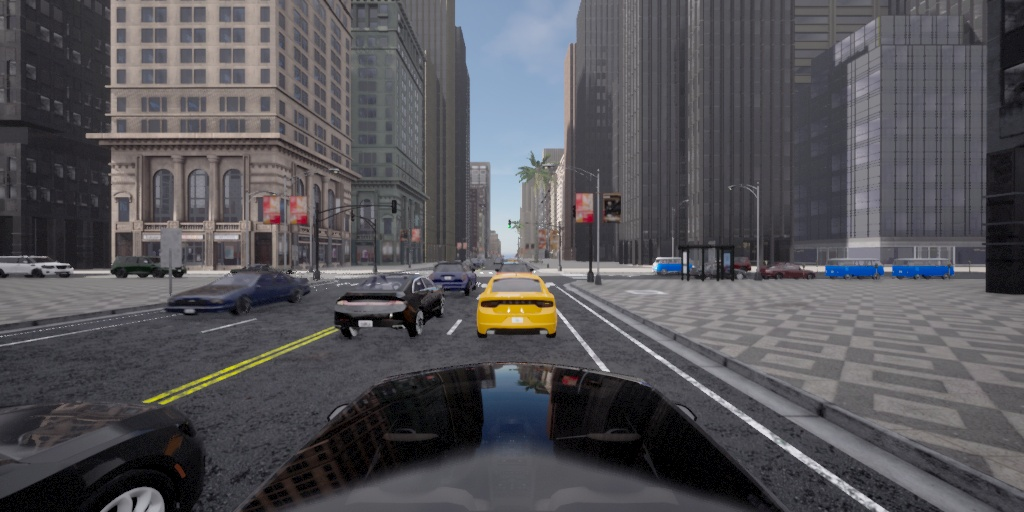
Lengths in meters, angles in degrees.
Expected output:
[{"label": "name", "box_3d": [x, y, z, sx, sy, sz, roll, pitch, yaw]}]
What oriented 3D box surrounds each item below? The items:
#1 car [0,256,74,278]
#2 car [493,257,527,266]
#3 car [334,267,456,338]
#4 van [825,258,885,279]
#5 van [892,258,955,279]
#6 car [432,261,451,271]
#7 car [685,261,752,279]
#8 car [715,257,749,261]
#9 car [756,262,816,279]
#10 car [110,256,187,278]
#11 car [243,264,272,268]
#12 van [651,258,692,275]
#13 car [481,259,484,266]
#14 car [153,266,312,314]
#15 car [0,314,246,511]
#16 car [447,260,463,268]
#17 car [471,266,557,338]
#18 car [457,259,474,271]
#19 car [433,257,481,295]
[{"label": "car", "box_3d": [-43.722, 1.013, 32.715, 5.566, 2.045, 2.150, 0, 0, 0]}, {"label": "car", "box_3d": [0.127, 1.098, 19.653, 2.097, 1.767, 4.553, 0, 0, 0]}, {"label": "car", "box_3d": [-3.139, 1.240, 10.140, 2.128, 1.511, 4.902, 0, 0, 0]}, {"label": "van", "box_3d": [28.468, 1.077, 29.801, 3.998, 1.789, 1.690, 0, 0, 0]}, {"label": "van", "box_3d": [34.145, 1.075, 29.795, 3.998, 1.789, 1.690, 0, 0, 0]}, {"label": "car", "box_3d": [-9.775, 1.343, 49.975, 1.895, 1.301, 4.718, 0, 0, -2]}, {"label": "car", "box_3d": [17.113, 1.294, 29.815, 4.403, 1.370, 2.007, 0, 0, 0]}, {"label": "car", "box_3d": [22.799, 1.028, 38.333, 5.009, 1.841, 2.192, 0, 0, 0]}, {"label": "car", "box_3d": [22.791, 1.321, 29.808, 4.207, 1.307, 1.802, 0, 0, 0]}, {"label": "car", "box_3d": [-33.015, 1.000, 32.641, 5.566, 2.045, 2.150, 0, 0, 0]}, {"label": "car", "box_3d": [-22.542, 1.368, 32.571, 4.718, 1.301, 1.895, 0, 0, 0]}, {"label": "van", "box_3d": [17.122, 1.058, 38.340, 3.998, 1.789, 1.690, 0, 0, 0]}, {"label": "car", "box_3d": [-6.490, 1.093, 60.402, 2.097, 1.767, 4.553, 0, 0, 1]}, {"label": "car", "box_3d": [-9.833, 1.295, 13.598, 2.033, 1.411, 5.357, 0, 0, 0]}, {"label": "car", "box_3d": [-3.152, 1.255, 0.592, 1.837, 1.490, 4.892, 0, 0, 0]}, {"label": "car", "box_3d": [-9.734, 1.342, 61.713, 1.895, 1.301, 4.718, 0, 0, 0]}, {"label": "car", "box_3d": [0.110, 1.226, 10.199, 1.882, 1.535, 5.008, 0, 0, 0]}, {"label": "car", "box_3d": [-6.529, 1.247, 50.657, 1.837, 1.490, 4.892, 0, 0, -1]}, {"label": "car", "box_3d": [-3.123, 1.098, 19.616, 2.097, 1.767, 4.553, 0, 0, 0]}]
